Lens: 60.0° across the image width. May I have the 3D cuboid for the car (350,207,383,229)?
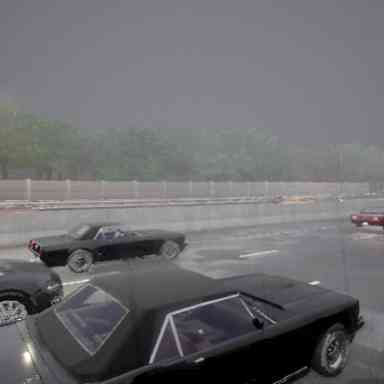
[{"bbox_3d":[12.019,1.573,20.866,4.718,1.301,1.895,0,0,-35],"label":"car"}]

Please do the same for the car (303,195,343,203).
[{"bbox_3d":[14.693,1.397,35.835,4.902,1.511,2.128,-1,0,-35],"label":"car"}]

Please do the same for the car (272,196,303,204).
[{"bbox_3d":[11.865,1.392,38.124,5.008,1.535,1.882,-1,0,-35],"label":"car"}]

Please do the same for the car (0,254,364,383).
[{"bbox_3d":[-0.040,1.598,3.843,4.718,1.301,1.895,0,0,-35],"label":"car"}]

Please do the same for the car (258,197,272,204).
[{"bbox_3d":[11.314,1.375,46.288,4.892,1.490,1.837,-1,0,-35],"label":"car"}]

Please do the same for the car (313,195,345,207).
[{"bbox_3d":[19.757,1.236,47.923,5.008,1.535,1.882,-1,1,-35],"label":"car"}]

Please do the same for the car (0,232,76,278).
[{"bbox_3d":[-4.484,1.505,4.845,4.892,1.490,1.837,0,0,-36],"label":"car"}]

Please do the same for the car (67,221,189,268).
[{"bbox_3d":[-2.457,1.594,10.591,4.718,1.301,1.895,0,0,-35],"label":"car"}]

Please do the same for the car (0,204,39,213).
[{"bbox_3d":[-13.524,1.555,24.435,4.181,1.385,1.994,0,0,-35],"label":"car"}]
